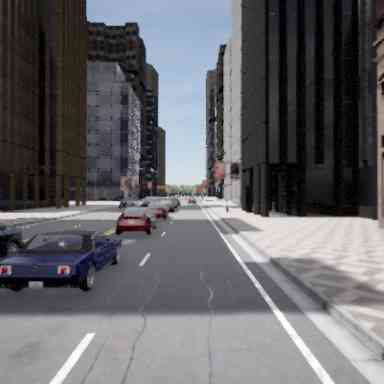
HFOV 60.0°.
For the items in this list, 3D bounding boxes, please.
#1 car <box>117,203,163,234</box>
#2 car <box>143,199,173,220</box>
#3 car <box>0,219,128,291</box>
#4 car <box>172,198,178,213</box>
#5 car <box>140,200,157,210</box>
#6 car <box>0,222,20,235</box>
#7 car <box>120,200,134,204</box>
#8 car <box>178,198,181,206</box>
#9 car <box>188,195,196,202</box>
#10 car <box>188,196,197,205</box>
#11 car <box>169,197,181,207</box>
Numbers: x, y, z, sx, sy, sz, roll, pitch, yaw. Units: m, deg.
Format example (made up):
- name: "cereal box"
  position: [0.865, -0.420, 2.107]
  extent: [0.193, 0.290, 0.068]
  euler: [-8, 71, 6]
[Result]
- name: "car"
  position: [-3.240, 1.650, 20.146]
  extent: [2.163, 1.488, 4.792]
  euler: [0, 0, 0]
- name: "car"
  position: [-3.235, 1.729, 31.146]
  extent: [2.163, 1.488, 4.792]
  euler: [0, 0, 0]
- name: "car"
  position: [-3.245, 1.668, 9.146]
  extent: [1.895, 1.301, 4.718]
  euler: [0, 0, 0]
- name: "car"
  position: [-3.229, 1.808, 42.146]
  extent: [2.163, 1.488, 4.792]
  euler: [0, 0, 0]
- name: "car"
  position: [-6.539, 1.963, 50.268]
  extent: [1.895, 1.301, 4.718]
  euler: [0, 0, 0]
- name: "car"
  position: [-6.595, 1.560, 9.228]
  extent: [2.128, 1.511, 4.902]
  euler: [0, 0, 0]
- name: "car"
  position: [-9.790, 1.926, 50.350]
  extent: [1.994, 1.385, 4.181]
  euler: [0, 0, 0]
- name: "car"
  position: [-3.224, 1.983, 53.145]
  extent: [1.895, 1.301, 4.718]
  euler: [0, 0, 0]
- name: "car"
  position: [0.044, 1.828, 90.367]
  extent: [2.097, 1.767, 4.553]
  euler: [0, 0, 0]
- name: "car"
  position: [0.036, 2.029, 73.895]
  extent: [1.812, 1.442, 4.674]
  euler: [0, 0, 0]
- name: "car"
  position: [-3.219, 1.887, 64.116]
  extent: [2.033, 1.649, 4.856]
  euler: [0, 0, 0]
